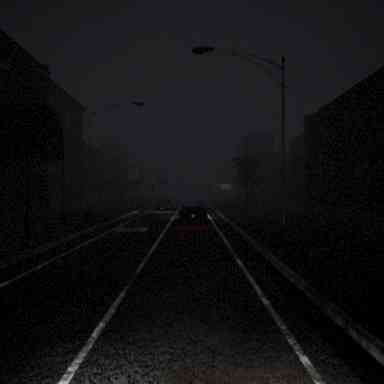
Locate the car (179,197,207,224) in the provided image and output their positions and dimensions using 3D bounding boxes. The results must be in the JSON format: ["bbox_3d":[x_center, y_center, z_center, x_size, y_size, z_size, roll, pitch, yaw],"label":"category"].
[{"bbox_3d":[0.072,1.354,23.851,1.882,1.535,5.008,0,1,0],"label":"car"}]

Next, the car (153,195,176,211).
[{"bbox_3d":[-3.137,1.325,37.129,2.033,1.411,5.357,0,0,0],"label":"car"}]

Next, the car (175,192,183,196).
[{"bbox_3d":[-3.094,0.752,77.975,2.097,1.767,4.553,0,0,0],"label":"car"}]
